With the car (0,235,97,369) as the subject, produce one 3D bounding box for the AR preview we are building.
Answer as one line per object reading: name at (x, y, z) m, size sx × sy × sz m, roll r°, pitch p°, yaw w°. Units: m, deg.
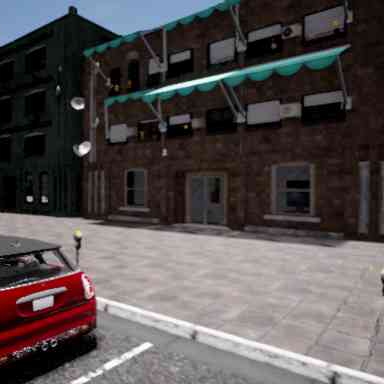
car at (-3.454, 1.426, 5.333) m, size 4.097 × 1.590 × 1.967 m, roll 0°, pitch 1°, yaw 35°
